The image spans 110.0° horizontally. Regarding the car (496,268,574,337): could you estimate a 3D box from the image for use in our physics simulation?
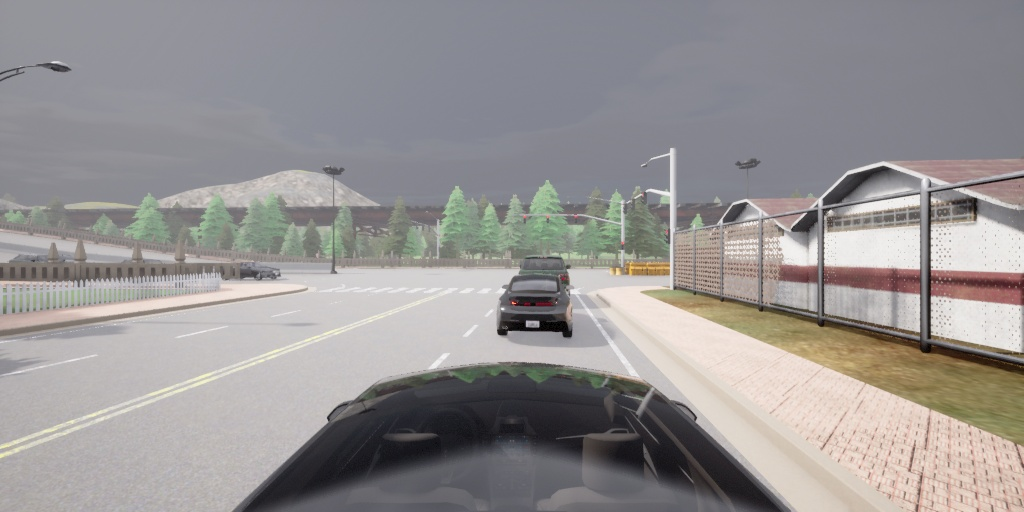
[{"bbox_3d":[0.717,1.255,10.313,1.837,1.490,4.892,0,0,6],"label":"car"}]

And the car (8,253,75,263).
[{"bbox_3d":[-40.861,0.659,31.314,4.553,1.767,2.097,4,0,4],"label":"car"}]

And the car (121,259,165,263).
[{"bbox_3d":[-31.000,1.051,30.592,4.553,1.767,2.097,1,0,4],"label":"car"}]

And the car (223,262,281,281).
[{"bbox_3d":[-21.915,1.239,29.927,4.902,1.511,2.128,0,0,5],"label":"car"}]

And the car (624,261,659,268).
[{"bbox_3d":[15.830,1.351,41.507,4.718,1.301,1.895,0,0,4],"label":"car"}]

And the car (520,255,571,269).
[{"bbox_3d":[1.484,0.971,16.323,2.150,2.045,5.566,0,0,7],"label":"car"}]
